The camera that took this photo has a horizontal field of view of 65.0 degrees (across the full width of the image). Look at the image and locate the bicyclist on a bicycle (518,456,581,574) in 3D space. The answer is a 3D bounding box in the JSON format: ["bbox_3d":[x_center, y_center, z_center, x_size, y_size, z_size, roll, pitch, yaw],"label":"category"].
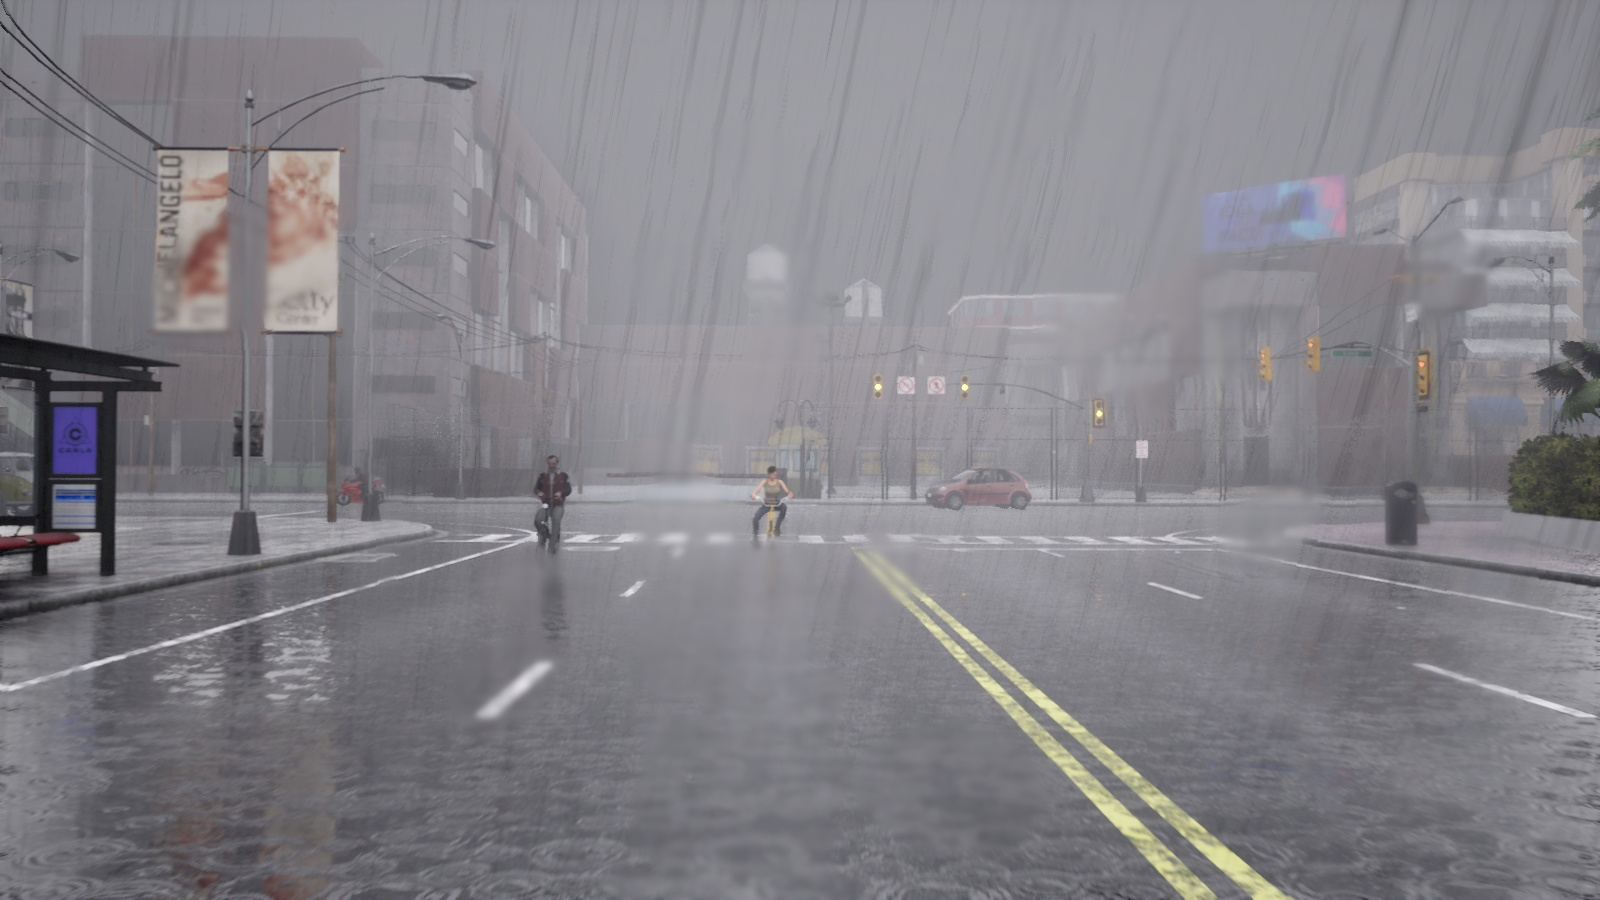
[{"bbox_3d":[-3.939,0.996,19.890,0.659,1.776,1.843,0,-1,-1],"label":"bicyclist on a bicycle"}]

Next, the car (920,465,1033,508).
[{"bbox_3d":[6.889,1.422,49.135,3.988,1.617,1.851,0,-1,-15],"label":"car"}]

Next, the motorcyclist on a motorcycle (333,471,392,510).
[{"bbox_3d":[-17.334,1.605,49.755,2.044,1.523,0.797,0,-1,-1],"label":"motorcyclist on a motorcycle"}]

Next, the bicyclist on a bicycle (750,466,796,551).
[{"bbox_3d":[-0.522,1.117,24.446,0.866,1.612,1.509,0,-1,-1],"label":"bicyclist on a bicycle"}]
